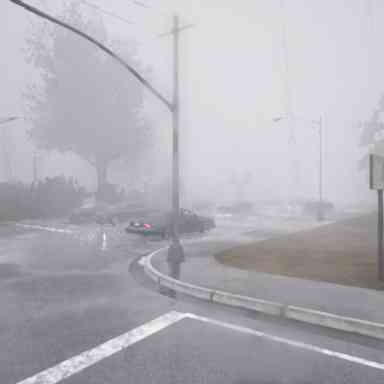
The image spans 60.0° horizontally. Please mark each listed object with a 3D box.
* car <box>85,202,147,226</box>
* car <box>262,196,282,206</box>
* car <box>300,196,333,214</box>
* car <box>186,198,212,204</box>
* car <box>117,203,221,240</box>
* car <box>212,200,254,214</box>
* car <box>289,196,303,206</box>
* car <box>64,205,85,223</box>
[{"bbox_3d":[-4.806,1.495,23.724,1.837,1.490,4.892,0,0,39],"label":"car"},{"bbox_3d":[12.559,1.398,51.857,1.812,1.442,4.674,0,0,36],"label":"car"},{"bbox_3d":[13.694,1.429,35.692,1.882,1.535,5.008,0,0,37],"label":"car"},{"bbox_3d":[0.626,1.463,36.176,2.128,1.511,4.902,0,0,38],"label":"car"},{"bbox_3d":[-0.960,1.541,17.164,2.033,1.411,5.357,0,0,39],"label":"car"},{"bbox_3d":[4.764,1.515,35.759,2.033,1.411,5.357,0,0,38],"label":"car"},{"bbox_3d":[16.423,1.403,51.216,1.837,1.490,4.892,0,0,35],"label":"car"},{"bbox_3d":[-7.534,1.514,25.915,1.812,1.442,4.674,0,0,40],"label":"car"}]
